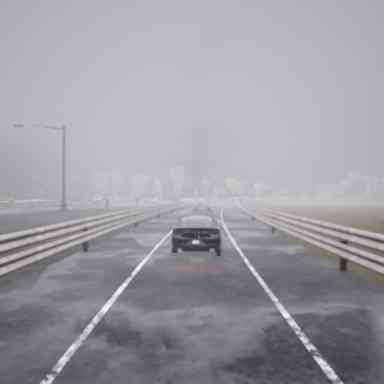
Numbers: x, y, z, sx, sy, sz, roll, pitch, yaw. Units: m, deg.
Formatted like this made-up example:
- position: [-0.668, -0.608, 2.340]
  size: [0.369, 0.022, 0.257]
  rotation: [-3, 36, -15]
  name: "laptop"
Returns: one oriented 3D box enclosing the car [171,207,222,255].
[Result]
- position: [0.237, 1.630, 14.177]
  size: [1.882, 1.535, 5.008]
  rotation: [0, 0, 2]
  name: "car"
